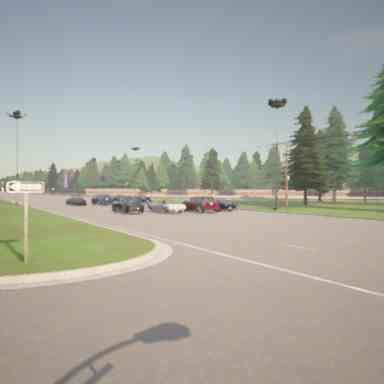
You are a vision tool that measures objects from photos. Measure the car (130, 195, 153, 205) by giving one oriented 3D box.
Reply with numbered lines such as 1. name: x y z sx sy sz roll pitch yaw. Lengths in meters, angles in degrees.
1. car: -8.177 1.199 53.561 1.812 1.442 4.674 0 0 -34

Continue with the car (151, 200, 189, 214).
1. car: -2.653 1.413 32.955 1.895 1.301 4.718 0 0 -34

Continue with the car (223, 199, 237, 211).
1. car: 2.836 1.421 37.334 1.895 1.301 4.718 0 0 -34

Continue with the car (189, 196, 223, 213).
1. car: 0.695 1.176 34.255 2.097 1.767 4.553 0 0 -34

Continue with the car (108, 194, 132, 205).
1. car: -11.304 1.142 51.961 1.882 1.535 5.008 0 0 -34

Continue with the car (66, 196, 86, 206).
1. car: -16.495 1.225 47.145 1.994 1.385 4.181 0 0 -34

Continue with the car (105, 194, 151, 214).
1. car: -6.253 1.289 32.029 2.128 1.511 4.902 0 0 -34

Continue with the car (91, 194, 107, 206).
1. car: -13.115 1.025 48.394 2.097 1.767 4.553 0 0 -34
